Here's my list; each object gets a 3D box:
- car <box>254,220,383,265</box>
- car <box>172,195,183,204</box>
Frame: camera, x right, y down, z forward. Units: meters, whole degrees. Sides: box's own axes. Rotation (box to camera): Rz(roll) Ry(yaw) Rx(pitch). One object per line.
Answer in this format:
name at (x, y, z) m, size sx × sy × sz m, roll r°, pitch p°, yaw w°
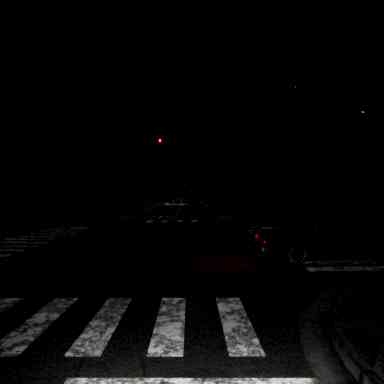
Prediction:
car at (4.563, 1.577, 10.990) m, size 4.718 × 1.301 × 1.895 m, roll -1°, pitch -1°, yaw 0°
car at (-2.932, 1.498, 69.321) m, size 2.097 × 1.767 × 4.553 m, roll 0°, pitch 0°, yaw 0°
